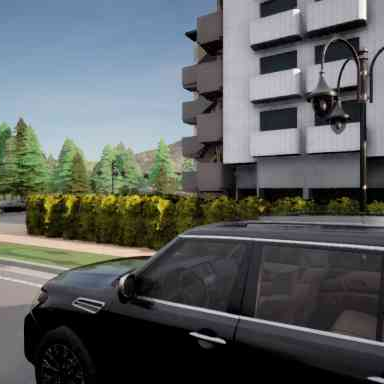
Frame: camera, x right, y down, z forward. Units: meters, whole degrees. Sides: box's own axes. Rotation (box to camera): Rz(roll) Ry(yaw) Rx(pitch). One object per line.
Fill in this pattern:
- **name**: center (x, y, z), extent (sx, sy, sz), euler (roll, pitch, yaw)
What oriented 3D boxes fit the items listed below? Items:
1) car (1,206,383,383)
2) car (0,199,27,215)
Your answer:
- **car**: center (0.773, 1.221, 3.121), extent (5.566, 2.045, 2.150), euler (0, 0, 34)
- **car**: center (-18.133, 1.491, 33.490), extent (2.128, 1.511, 4.902), euler (0, 0, 33)
